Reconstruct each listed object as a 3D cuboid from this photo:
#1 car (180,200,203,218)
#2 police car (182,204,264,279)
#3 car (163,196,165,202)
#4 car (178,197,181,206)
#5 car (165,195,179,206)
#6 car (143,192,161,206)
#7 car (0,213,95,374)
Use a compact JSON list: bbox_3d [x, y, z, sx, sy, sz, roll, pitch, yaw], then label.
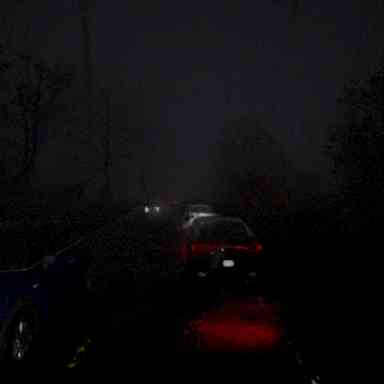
[{"bbox_3d":[0.394,1.432,19.965,1.812,1.442,4.674,0,0,-3],"label":"car"},{"bbox_3d":[0.749,1.377,10.033,1.930,1.638,5.238,0,0,-1],"label":"police car"},{"bbox_3d":[-4.519,1.235,64.446,1.812,1.442,4.674,0,0,-8],"label":"car"},{"bbox_3d":[0.081,1.383,25.986,1.837,1.490,4.892,0,0,-3],"label":"car"},{"bbox_3d":[-2.560,1.256,48.178,1.882,1.535,5.008,0,0,-6],"label":"car"},{"bbox_3d":[-5.784,1.003,48.628,2.150,2.045,5.566,0,0,-6],"label":"car"},{"bbox_3d":[-3.194,1.325,5.555,2.097,1.767,4.553,0,0,-1],"label":"car"}]
